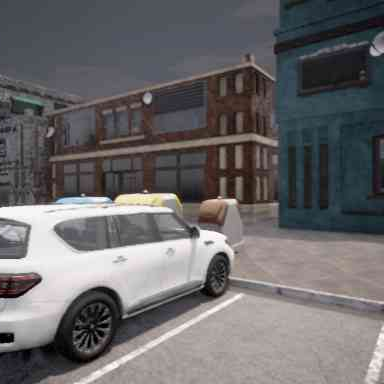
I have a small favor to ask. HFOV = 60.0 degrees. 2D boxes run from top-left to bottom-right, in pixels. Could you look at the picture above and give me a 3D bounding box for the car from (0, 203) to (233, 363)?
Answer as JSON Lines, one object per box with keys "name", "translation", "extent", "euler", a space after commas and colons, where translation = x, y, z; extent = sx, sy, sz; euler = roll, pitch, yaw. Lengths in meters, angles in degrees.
{"name": "car", "translation": [-1.295, 1.234, 6.287], "extent": [2.435, 2.045, 5.566], "euler": [0, 0, 35]}
